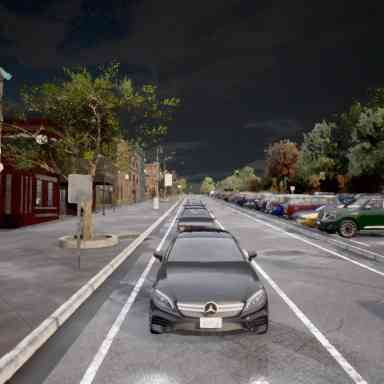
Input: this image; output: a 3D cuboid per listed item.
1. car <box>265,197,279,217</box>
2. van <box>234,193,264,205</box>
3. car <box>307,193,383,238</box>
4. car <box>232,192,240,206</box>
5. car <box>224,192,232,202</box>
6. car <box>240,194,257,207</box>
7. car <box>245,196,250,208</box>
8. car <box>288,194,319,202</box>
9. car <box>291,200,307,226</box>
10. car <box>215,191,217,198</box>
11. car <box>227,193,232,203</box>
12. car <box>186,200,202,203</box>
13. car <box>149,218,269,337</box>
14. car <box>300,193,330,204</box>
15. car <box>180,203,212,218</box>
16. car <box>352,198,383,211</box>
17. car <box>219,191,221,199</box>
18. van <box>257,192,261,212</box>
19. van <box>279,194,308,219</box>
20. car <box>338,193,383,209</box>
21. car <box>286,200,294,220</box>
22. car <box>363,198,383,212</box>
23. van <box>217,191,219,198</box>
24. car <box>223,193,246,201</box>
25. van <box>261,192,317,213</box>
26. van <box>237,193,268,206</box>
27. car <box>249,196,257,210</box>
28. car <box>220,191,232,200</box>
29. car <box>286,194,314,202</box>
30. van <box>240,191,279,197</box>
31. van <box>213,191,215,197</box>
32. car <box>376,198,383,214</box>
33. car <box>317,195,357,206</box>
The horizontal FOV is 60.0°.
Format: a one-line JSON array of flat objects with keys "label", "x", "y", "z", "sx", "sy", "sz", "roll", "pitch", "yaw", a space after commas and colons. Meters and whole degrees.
[{"label": "car", "x": 9.195, "y": 1.460, "z": 28.287, "sx": 5.008, "sy": 1.535, "sz": 2.097, "roll": 0, "pitch": 0, "yaw": 0}, {"label": "van", "x": 9.138, "y": 1.089, "z": 53.524, "sx": 4.442, "sy": 1.987, "sz": 1.878, "roll": 0, "pitch": 1, "yaw": 0}, {"label": "car", "x": 9.252, "y": 1.221, "z": 17.074, "sx": 5.566, "sy": 2.045, "sz": 2.435, "roll": 0, "pitch": 0, "yaw": 0}, {"label": "car", "x": 9.033, "y": 1.113, "z": 47.916, "sx": 5.566, "sy": 2.045, "sz": 2.435, "roll": 0, "pitch": 1, "yaw": 0}, {"label": "car", "x": 8.959, "y": 1.280, "z": 61.935, "sx": 4.674, "sy": 1.452, "sz": 2.002, "roll": 0, "pitch": 1, "yaw": 0}, {"label": "car", "x": 9.107, "y": 1.409, "z": 42.310, "sx": 4.892, "sy": 1.521, "sz": 2.231, "roll": 0, "pitch": 0, "yaw": 0}, {"label": "car", "x": 9.118, "y": 1.466, "z": 39.507, "sx": 4.674, "sy": 1.452, "sz": 2.002, "roll": 0, "pitch": 0, "yaw": 0}, {"label": "car", "x": 21.833, "y": 1.209, "z": 65.227, "sx": 5.366, "sy": 1.575, "sz": 1.946, "roll": 0, "pitch": 0, "yaw": 0}, {"label": "car", "x": 9.075, "y": 1.466, "z": 19.876, "sx": 5.366, "sy": 1.575, "sz": 1.946, "roll": 0, "pitch": 0, "yaw": 0}, {"label": "car", "x": 8.817, "y": 1.065, "z": 81.556, "sx": 5.008, "sy": 1.535, "sz": 2.097, "roll": 0, "pitch": 1, "yaw": 0}, {"label": "car", "x": 8.995, "y": 1.291, "z": 56.329, "sx": 4.892, "sy": 1.521, "sz": 2.231, "roll": 0, "pitch": 1, "yaw": 0}, {"label": "car", "x": 0.220, "y": 1.442, "z": 29.911, "sx": 2.128, "sy": 1.511, "sz": 4.902, "roll": 0, "pitch": 0, "yaw": 0}, {"label": "car", "x": 0.253, "y": 1.524, "z": 6.868, "sx": 1.812, "sy": 1.442, "sz": 4.674, "roll": 0, "pitch": 0, "yaw": 0}, {"label": "car", "x": 22.089, "y": 1.136, "z": 59.678, "sx": 4.553, "sy": 1.767, "sz": 2.185, "roll": 0, "pitch": 1, "yaw": 0}, {"label": "car", "x": 0.193, "y": 1.532, "z": 17.447, "sx": 2.033, "sy": 1.411, "sz": 5.357, "roll": 0, "pitch": 0, "yaw": 0}, {"label": "car", "x": 22.224, "y": 1.452, "z": 40.248, "sx": 4.792, "sy": 1.488, "sz": 2.163, "roll": 0, "pitch": 0, "yaw": 0}, {"label": "car", "x": 8.894, "y": 0.938, "z": 67.538, "sx": 5.566, "sy": 2.045, "sz": 2.435, "roll": 0, "pitch": 1, "yaw": 0}, {"label": "van", "x": 9.277, "y": 1.222, "z": 33.896, "sx": 4.442, "sy": 1.987, "sz": 1.878, "roll": 0, "pitch": 0, "yaw": 0}, {"label": "van", "x": 9.337, "y": 1.237, "z": 25.485, "sx": 4.442, "sy": 1.987, "sz": 1.878, "roll": 0, "pitch": 0, "yaw": 0}, {"label": "car", "x": 22.147, "y": 1.153, "z": 43.021, "sx": 5.566, "sy": 2.045, "sz": 2.435, "roll": 0, "pitch": 0, "yaw": 0}, {"label": "car", "x": 9.243, "y": 1.506, "z": 22.681, "sx": 4.674, "sy": 1.452, "sz": 2.002, "roll": 0, "pitch": 0, "yaw": 0}, {"label": "car", "x": 22.186, "y": 1.469, "z": 37.465, "sx": 4.792, "sy": 1.488, "sz": 2.163, "roll": 0, "pitch": 0, "yaw": 0}, {"label": "van", "x": 8.726, "y": 0.864, "z": 78.750, "sx": 4.442, "sy": 1.987, "sz": 1.878, "roll": 0, "pitch": 1, "yaw": 0}, {"label": "car", "x": 8.871, "y": 1.039, "z": 70.342, "sx": 4.553, "sy": 1.767, "sz": 2.185, "roll": 0, "pitch": 1, "yaw": 0}, {"label": "van", "x": 9.064, "y": 1.230, "z": 31.093, "sx": 4.442, "sy": 1.987, "sz": 1.878, "roll": 0, "pitch": 0, "yaw": 0}, {"label": "van", "x": 9.158, "y": 1.114, "z": 50.721, "sx": 4.442, "sy": 1.987, "sz": 1.878, "roll": 0, "pitch": 1, "yaw": 0}, {"label": "car", "x": 9.170, "y": 1.470, "z": 36.699, "sx": 4.792, "sy": 1.488, "sz": 2.163, "roll": 0, "pitch": 0, "yaw": 0}, {"label": "car", "x": 8.913, "y": 0.963, "z": 64.735, "sx": 5.566, "sy": 2.045, "sz": 2.435, "roll": 0, "pitch": 1, "yaw": 0}, {"label": "car", "x": 22.005, "y": 1.188, "z": 68.005, "sx": 4.892, "sy": 1.521, "sz": 2.231, "roll": 0, "pitch": 1, "yaw": 0}, {"label": "van", "x": 9.198, "y": 1.163, "z": 45.117, "sx": 4.442, "sy": 1.987, "sz": 1.878, "roll": 0, "pitch": 0, "yaw": 0}, {"label": "van", "x": 8.646, "y": 0.764, "z": 89.963, "sx": 4.442, "sy": 1.987, "sz": 1.878, "roll": 0, "pitch": 1, "yaw": 0}, {"label": "car", "x": 22.420, "y": 1.444, "z": 34.695, "sx": 5.366, "sy": 1.575, "sz": 1.946, "roll": 0, "pitch": 0, "yaw": 0}, {"label": "car", "x": 22.303, "y": 1.333, "z": 51.352, "sx": 5.366, "sy": 1.575, "sz": 1.946, "roll": 0, "pitch": 1, "yaw": 0}]
